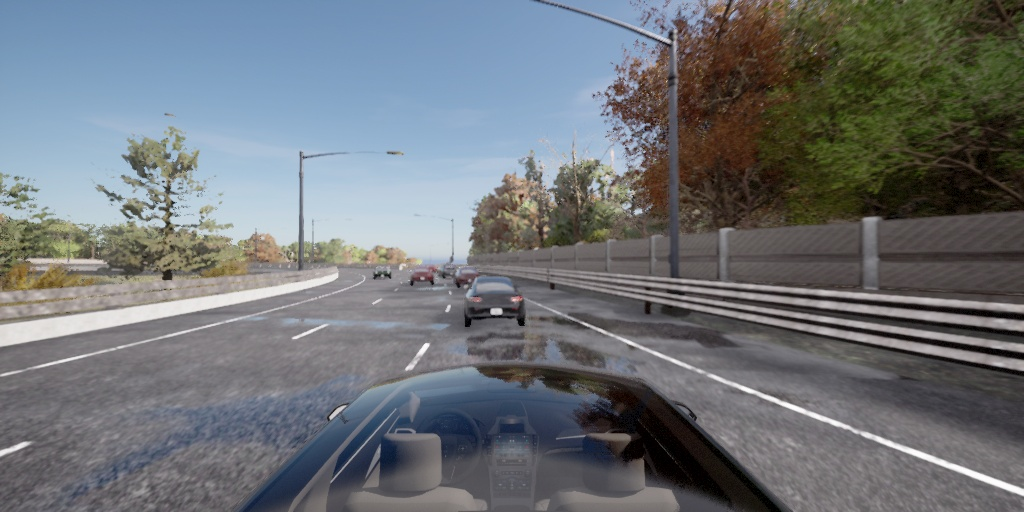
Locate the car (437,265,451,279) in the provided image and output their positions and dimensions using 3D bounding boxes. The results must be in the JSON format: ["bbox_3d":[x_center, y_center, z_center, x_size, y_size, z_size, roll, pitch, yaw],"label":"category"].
[{"bbox_3d":[-7.205,1.722,40.318,2.128,1.511,4.902,0,-1,-20],"label":"car"}]

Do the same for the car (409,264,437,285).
[{"bbox_3d":[-7.693,1.641,30.597,1.812,1.442,4.674,0,-1,-15],"label":"car"}]

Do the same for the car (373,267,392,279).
[{"bbox_3d":[-14.651,1.853,40.421,1.895,1.301,4.718,0,-1,-21],"label":"car"}]

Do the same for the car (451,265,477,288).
[{"bbox_3d":[-3.427,1.592,27.545,1.812,1.442,4.674,0,-1,-12],"label":"car"}]

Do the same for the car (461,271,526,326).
[{"bbox_3d":[-0.655,1.402,12.137,1.812,1.442,4.674,0,-1,-6],"label":"car"}]

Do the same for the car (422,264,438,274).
[{"bbox_3d":[-12.347,1.931,53.829,1.812,1.442,4.674,0,-1,-20],"label":"car"}]
